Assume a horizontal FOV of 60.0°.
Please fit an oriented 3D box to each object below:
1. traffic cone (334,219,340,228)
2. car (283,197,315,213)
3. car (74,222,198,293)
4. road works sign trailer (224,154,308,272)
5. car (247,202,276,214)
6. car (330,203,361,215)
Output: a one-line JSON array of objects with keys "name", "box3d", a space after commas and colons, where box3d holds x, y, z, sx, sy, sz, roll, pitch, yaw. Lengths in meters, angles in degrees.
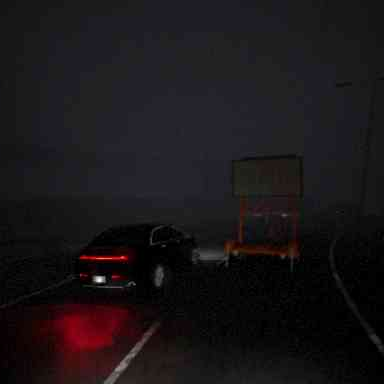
[{"name": "traffic cone", "box3d": [9.754, 2.111, 22.399, 0.340, 0.580, 0.340, -1, -1, 26]}, {"name": "car", "box3d": [14.477, 1.711, 44.770, 5.566, 2.045, 2.150, 0, -1, -43]}, {"name": "car", "box3d": [-1.239, 1.620, 9.344, 1.837, 1.490, 4.892, -3, -1, 17]}, {"name": "road works sign trailer", "box3d": [2.610, 0.569, 11.439, 2.380, 3.560, 2.880, -1, -1, 26]}, {"name": "car", "box3d": [9.345, 2.045, 44.607, 5.008, 1.535, 1.882, 0, -2, -45]}, {"name": "car", "box3d": [17.517, 1.904, 37.804, 4.718, 1.301, 1.895, 0, -2, -44]}]
